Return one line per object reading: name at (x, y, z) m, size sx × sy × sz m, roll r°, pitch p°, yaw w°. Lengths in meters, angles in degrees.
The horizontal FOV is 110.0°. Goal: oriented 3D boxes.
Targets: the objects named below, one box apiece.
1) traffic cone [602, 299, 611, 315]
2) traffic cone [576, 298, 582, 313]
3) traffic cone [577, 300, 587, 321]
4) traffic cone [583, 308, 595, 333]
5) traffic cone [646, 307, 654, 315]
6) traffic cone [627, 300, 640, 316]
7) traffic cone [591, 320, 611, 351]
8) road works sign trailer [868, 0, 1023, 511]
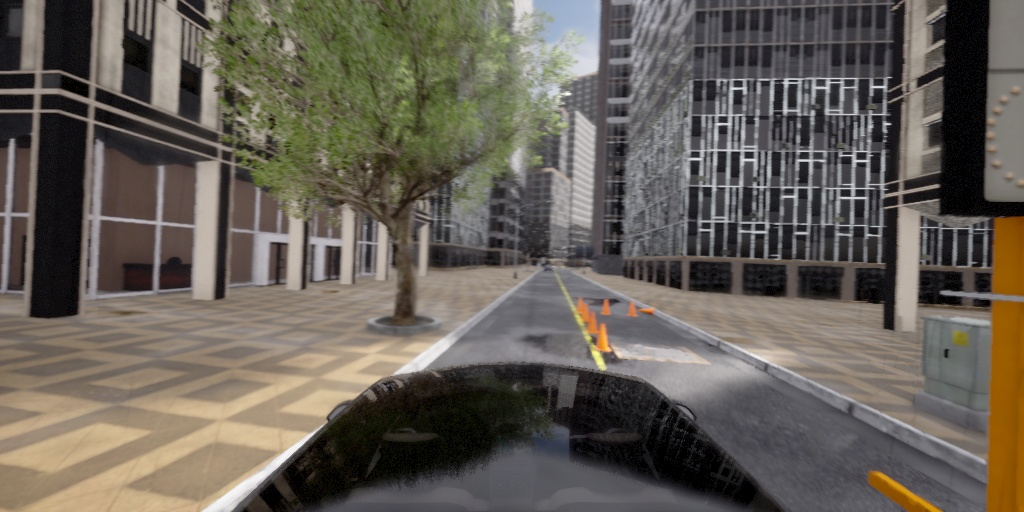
traffic cone at (3.710, 1.991, 14.162) m, size 0.340 × 0.580 × 0.340 m, roll 0°, pitch 0°, yaw 6°
traffic cone at (2.716, 1.950, 14.268) m, size 0.340 × 0.580 × 0.340 m, roll 0°, pitch 0°, yaw 6°
traffic cone at (2.505, 1.920, 12.280) m, size 0.340 × 0.580 × 0.340 m, roll 0°, pitch 0°, yaw 6°
traffic cone at (2.295, 1.890, 10.292) m, size 0.340 × 0.580 × 0.340 m, roll 0°, pitch 0°, yaw 6°
traffic cone at (5.553, 1.895, 14.095) m, size 0.340 × 0.580 × 0.340 m, roll 0°, pitch 0°, yaw 16°
traffic cone at (4.703, 2.031, 14.056) m, size 0.340 × 0.580 × 0.340 m, roll 0°, pitch 0°, yaw 6°
traffic cone at (2.084, 1.860, 8.303) m, size 0.340 × 0.580 × 0.340 m, roll 0°, pitch 0°, yaw 6°
road works sign trailer at (2.507, 0.314, 1.219) m, size 2.380 × 3.560 × 2.880 m, roll 0°, pitch 0°, yaw 6°
